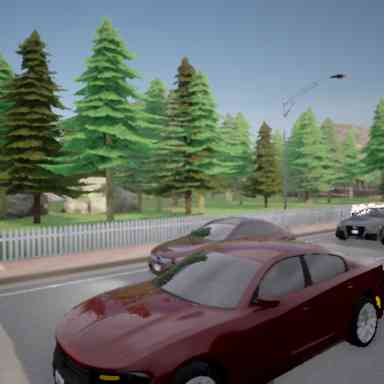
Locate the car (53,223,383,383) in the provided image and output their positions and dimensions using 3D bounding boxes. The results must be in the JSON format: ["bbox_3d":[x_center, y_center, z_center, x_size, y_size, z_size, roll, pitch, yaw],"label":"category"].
[{"bbox_3d":[0.766,1.444,4.588,5.008,1.535,1.882,-1,0,-37],"label":"car"}]

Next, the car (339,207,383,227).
[{"bbox_3d":[8.071,1.368,14.420,4.181,1.385,1.994,-1,0,-37],"label":"car"}]

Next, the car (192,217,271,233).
[{"bbox_3d":[1.049,1.462,9.150,4.674,1.442,1.812,-1,0,-37],"label":"car"}]
